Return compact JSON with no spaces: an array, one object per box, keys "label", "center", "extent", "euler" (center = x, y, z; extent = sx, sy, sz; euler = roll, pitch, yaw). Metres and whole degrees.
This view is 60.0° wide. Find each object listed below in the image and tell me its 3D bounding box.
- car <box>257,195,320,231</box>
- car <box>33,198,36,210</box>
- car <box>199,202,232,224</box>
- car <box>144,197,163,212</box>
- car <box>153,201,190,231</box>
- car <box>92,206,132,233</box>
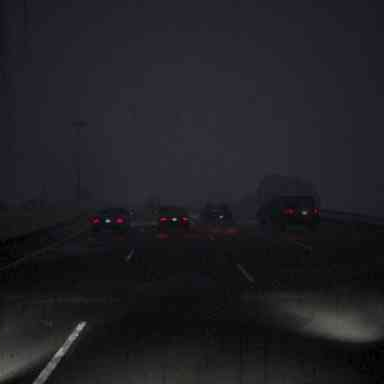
[{"label":"car","center":[5.803,1.217,20.648],"extent":[2.150,2.045,5.566],"euler":[0,0,-6]},{"label":"car","center":[-19.272,1.539,40.642],"extent":[1.837,1.490,4.892],"euler":[0,0,-14]},{"label":"car","center":[1.687,1.493,25.153],"extent":[2.128,1.511,4.902],"euler":[0,0,-7]},{"label":"car","center":[-4.580,1.365,40.056],"extent":[2.097,1.767,4.553],"euler":[0,0,-12]},{"label":"car","center":[-1.251,1.553,20.756],"extent":[2.033,1.411,5.357],"euler":[0,0,-7]},{"label":"car","center":[-4.654,1.557,19.784],"extent":[2.033,1.411,5.357],"euler":[0,0,-6]}]
